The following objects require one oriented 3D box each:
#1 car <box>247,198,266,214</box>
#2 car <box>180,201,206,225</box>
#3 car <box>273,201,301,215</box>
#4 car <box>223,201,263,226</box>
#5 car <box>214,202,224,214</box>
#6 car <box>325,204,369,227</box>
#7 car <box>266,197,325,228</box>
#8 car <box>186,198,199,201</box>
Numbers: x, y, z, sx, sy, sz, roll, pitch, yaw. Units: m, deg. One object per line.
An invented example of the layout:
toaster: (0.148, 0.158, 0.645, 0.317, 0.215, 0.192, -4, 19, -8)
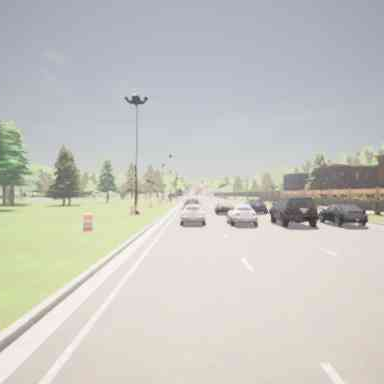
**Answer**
car: (7.053, 1.516, 37.785, 2.097, 1.767, 4.553, 0, 0, 0)
car: (0.069, 1.634, 24.761, 1.812, 1.442, 4.674, 0, 0, 0)
car: (10.551, 1.726, 37.259, 1.994, 1.385, 4.181, 0, 0, 0)
car: (3.572, 1.631, 24.070, 1.812, 1.442, 4.674, 0, 0, 0)
car: (3.551, 1.763, 37.254, 1.895, 1.301, 4.718, 0, 0, 0)
car: (10.564, 1.595, 23.595, 2.128, 1.511, 4.902, 0, 0, 0)
car: (7.060, 1.326, 23.502, 2.150, 2.045, 5.566, 0, 0, 1)
car: (0.055, 1.519, 38.214, 2.097, 1.767, 4.553, 0, 0, 0)
